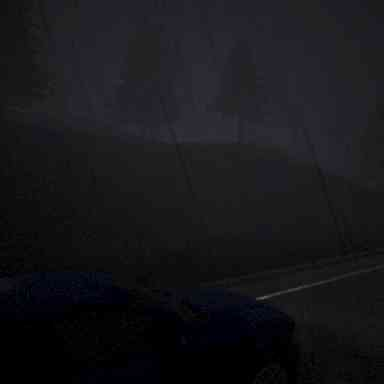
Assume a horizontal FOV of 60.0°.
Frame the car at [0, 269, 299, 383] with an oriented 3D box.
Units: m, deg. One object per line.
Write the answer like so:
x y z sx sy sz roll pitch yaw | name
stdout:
-1.126 1.480 2.946 5.008 1.535 1.882 0 0 -35 | car
